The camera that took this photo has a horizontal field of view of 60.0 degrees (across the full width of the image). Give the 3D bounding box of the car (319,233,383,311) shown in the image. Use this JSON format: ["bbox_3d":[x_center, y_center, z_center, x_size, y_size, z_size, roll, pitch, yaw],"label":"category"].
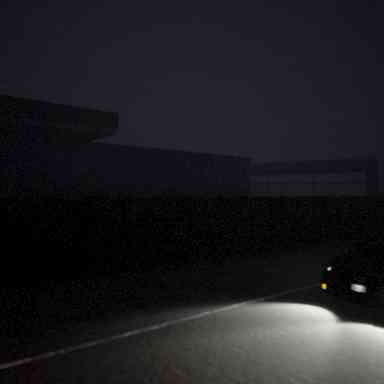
[{"bbox_3d":[4.715,1.620,7.342,4.181,1.385,1.994,1,0,-36],"label":"car"}]
